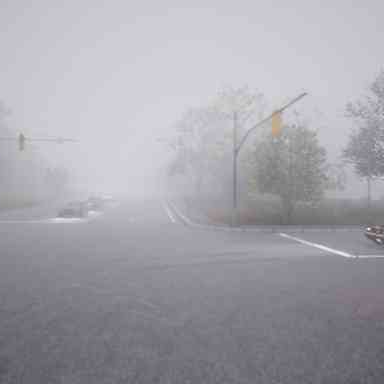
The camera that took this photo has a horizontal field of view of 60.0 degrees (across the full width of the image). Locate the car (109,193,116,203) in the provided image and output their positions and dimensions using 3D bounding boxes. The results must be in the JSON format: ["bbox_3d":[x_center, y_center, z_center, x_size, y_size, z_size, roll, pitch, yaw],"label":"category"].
[{"bbox_3d":[-13.247,0.848,52.841,1.812,1.442,4.674,1,2,-6],"label":"car"}]

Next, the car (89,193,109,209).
[{"bbox_3d":[-11.938,1.257,40.758,2.128,1.511,4.902,1,1,-6],"label":"car"}]

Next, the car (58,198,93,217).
[{"bbox_3d":[-10.788,1.516,30.482,1.994,1.385,4.181,1,0,-6],"label":"car"}]

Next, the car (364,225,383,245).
[{"bbox_3d":[10.177,1.767,14.572,4.718,1.301,1.895,1,0,-8],"label":"car"}]
